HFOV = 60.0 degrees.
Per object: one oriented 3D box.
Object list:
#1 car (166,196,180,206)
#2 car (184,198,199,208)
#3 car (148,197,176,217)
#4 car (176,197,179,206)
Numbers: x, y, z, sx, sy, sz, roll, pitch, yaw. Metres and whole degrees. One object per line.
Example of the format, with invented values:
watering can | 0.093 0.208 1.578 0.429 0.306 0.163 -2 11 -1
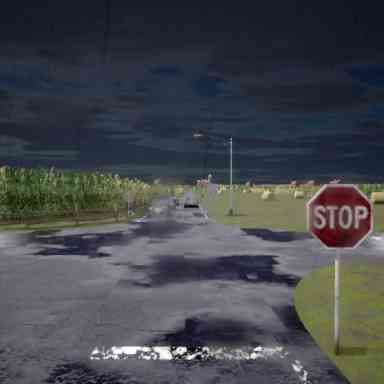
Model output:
car | -3.025 1.477 53.945 2.033 1.411 5.357 0 0 0
car | -0.063 1.510 47.252 1.994 1.385 4.181 0 0 0
car | -2.944 1.467 31.213 2.128 1.511 4.902 0 0 0
car | -2.985 1.523 41.095 1.994 1.385 4.181 0 0 -1
